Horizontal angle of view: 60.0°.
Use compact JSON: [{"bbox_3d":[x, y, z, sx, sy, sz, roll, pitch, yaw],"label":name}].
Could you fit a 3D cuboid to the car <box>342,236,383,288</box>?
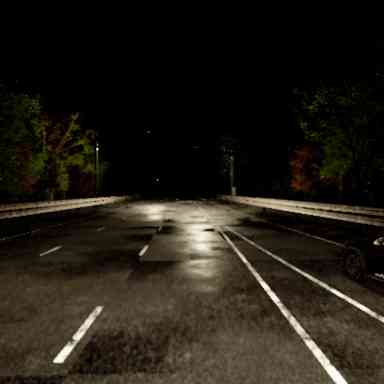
[{"bbox_3d":[5.021,1.397,6.709,2.033,1.649,4.856,0,0,-5],"label":"car"}]
